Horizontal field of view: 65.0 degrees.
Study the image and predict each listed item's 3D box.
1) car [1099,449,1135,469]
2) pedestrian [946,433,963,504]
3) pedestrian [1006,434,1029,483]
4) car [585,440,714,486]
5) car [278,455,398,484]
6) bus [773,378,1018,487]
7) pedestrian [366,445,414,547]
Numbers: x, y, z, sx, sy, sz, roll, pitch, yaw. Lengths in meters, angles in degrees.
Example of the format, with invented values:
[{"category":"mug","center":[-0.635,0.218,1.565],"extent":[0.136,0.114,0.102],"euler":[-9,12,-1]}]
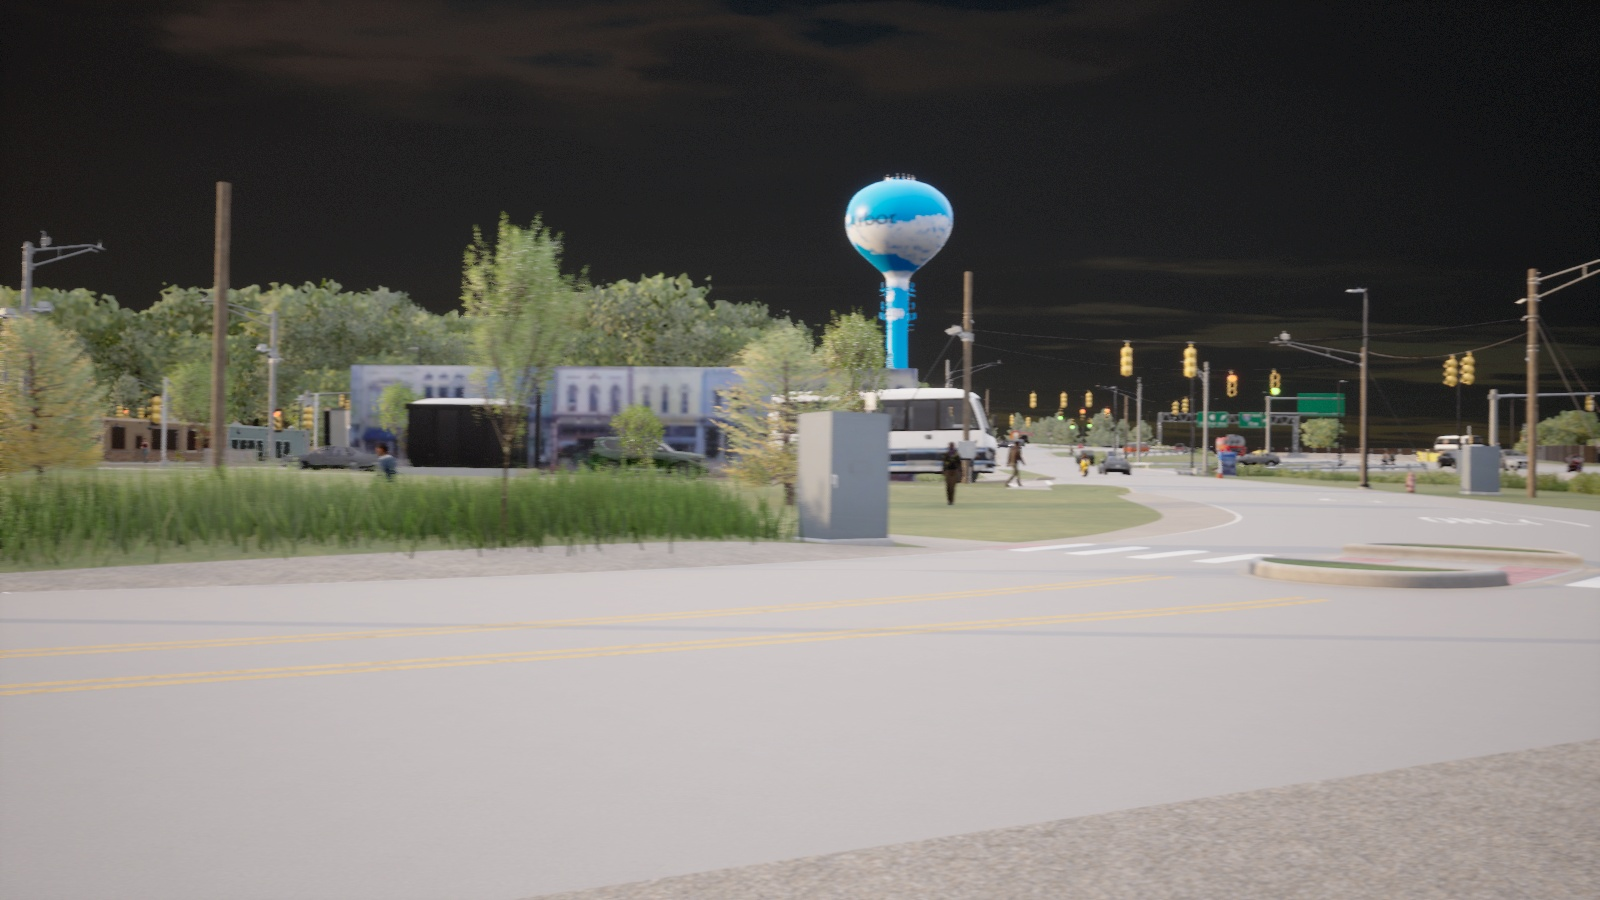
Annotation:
[{"category":"car","center":[22.909,0.647,90.913],"extent":[1.994,1.385,4.181],"euler":[0,0,7]},{"category":"pedestrian","center":[4.268,0.520,34.638],"extent":[0.395,1.930,0.692],"euler":[-1,-1,12]},{"category":"pedestrian","center":[8.278,0.325,47.801],"extent":[0.703,1.840,0.431],"euler":[0,-1,-30]},{"category":"car","center":[-6.905,0.606,57.909],"extent":[5.566,2.045,2.150],"euler":[0,-1,6]},{"category":"car","center":[-23.381,0.993,63.649],"extent":[5.357,1.411,2.033],"euler":[0,-1,7]},{"category":"bus","center":[4.309,-0.643,55.909],"extent":[10.273,4.253,3.944],"euler":[-2,-3,13]},{"category":"pedestrian","center":[-7.908,0.882,24.248],"extent":[0.788,1.949,0.423],"euler":[0,-1,1]}]
